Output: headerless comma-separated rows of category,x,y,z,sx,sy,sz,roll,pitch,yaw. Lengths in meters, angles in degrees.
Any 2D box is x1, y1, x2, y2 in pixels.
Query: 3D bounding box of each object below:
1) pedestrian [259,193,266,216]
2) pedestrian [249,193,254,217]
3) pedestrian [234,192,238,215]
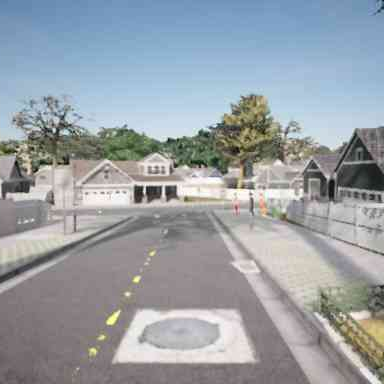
pedestrian,5.460,0.928,25.895,0.375,1.860,0.375,-3,4,0
pedestrian,4.502,0.933,25.295,0.375,1.860,0.375,-3,4,0
pedestrian,3.502,0.923,26.494,0.375,1.860,0.375,-3,4,0
